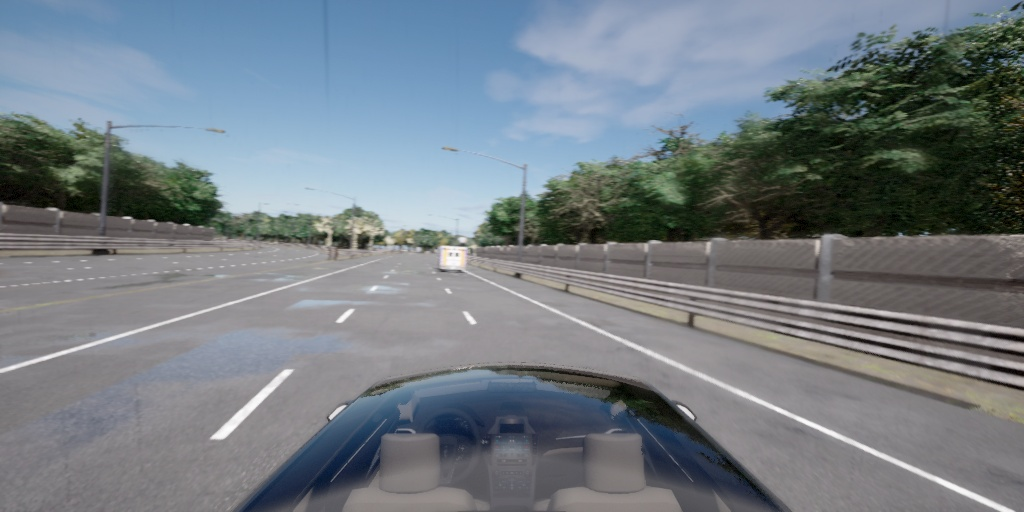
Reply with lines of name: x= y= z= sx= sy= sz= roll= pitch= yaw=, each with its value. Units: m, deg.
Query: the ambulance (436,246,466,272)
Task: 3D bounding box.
ambulance: x=-6.198 y=0.333 z=36.111 sx=2.351 sy=2.431 sz=6.366 roll=4 pitch=0 yaw=-15
